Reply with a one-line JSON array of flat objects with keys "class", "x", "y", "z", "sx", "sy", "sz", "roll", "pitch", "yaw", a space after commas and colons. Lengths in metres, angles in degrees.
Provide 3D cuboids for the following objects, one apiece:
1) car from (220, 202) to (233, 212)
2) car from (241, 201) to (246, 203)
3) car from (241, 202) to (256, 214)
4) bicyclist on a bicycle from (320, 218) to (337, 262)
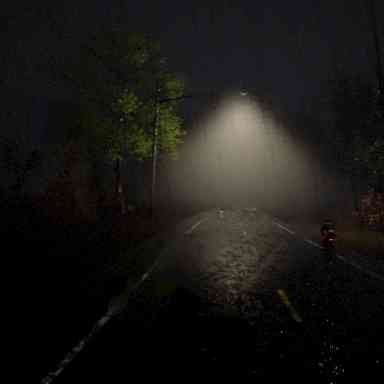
[{"class": "car", "x": 5.938, "y": 2.526, "z": 56.445, "sx": 1.812, "sy": 1.442, "sz": 4.674, "roll": 3, "pitch": 0, "yaw": 9}, {"class": "car", "x": 12.052, "y": 3.166, "z": 72.564, "sx": 1.895, "sy": 1.301, "sz": 4.718, "roll": 3, "pitch": -1, "yaw": 10}, {"class": "car", "x": 9.008, "y": 2.708, "z": 52.006, "sx": 1.895, "sy": 1.301, "sz": 4.718, "roll": 3, "pitch": -1, "yaw": 8}, {"class": "bicyclist on a bicycle", "x": 5.379, "y": 1.875, "z": 13.107, "sx": 0.582, "sy": 1.620, "sz": 1.656, "roll": 3, "pitch": -1, "yaw": 5}]
